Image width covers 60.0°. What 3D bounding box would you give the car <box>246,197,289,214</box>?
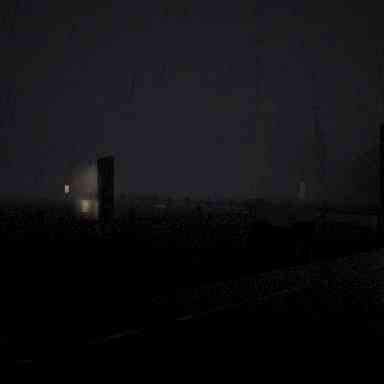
[{"bbox_3d":[7.357,1.308,32.124,1.837,1.490,4.892,-1,2,-36],"label":"car"}]

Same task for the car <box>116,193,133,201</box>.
[{"bbox_3d":[-13.465,0.879,66.055,1.882,1.535,5.008,-1,1,-36],"label":"car"}]

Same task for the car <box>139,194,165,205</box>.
[{"bbox_3d":[-6.092,1.134,50.906,2.033,1.411,5.357,-1,1,-35],"label":"car"}]

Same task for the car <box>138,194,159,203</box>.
[{"bbox_3d":[-7.637,1.025,57.998,1.812,1.442,4.674,-1,1,-35],"label":"car"}]
